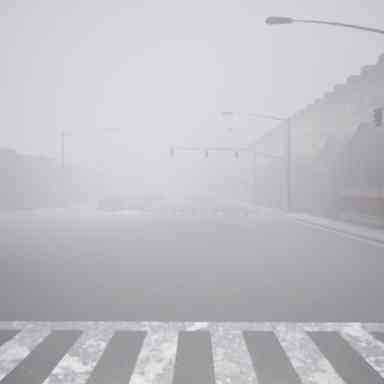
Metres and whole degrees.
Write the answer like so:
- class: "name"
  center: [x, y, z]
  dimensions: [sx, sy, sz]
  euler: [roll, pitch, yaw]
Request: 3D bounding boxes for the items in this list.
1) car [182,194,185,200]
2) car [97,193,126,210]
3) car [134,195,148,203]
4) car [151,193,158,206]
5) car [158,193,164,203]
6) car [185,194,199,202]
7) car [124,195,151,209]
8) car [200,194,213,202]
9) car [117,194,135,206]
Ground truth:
- class: "car"
  center: [-1.231, 1.295, 82.904]
  dimensions: [1.837, 1.490, 4.892]
  euler: [0, 0, -17]
- class: "car"
  center: [-10.592, 1.181, 43.482]
  dimensions: [2.150, 2.045, 5.566]
  euler: [0, 0, 2]
- class: "car"
  center: [-10.543, 1.430, 68.428]
  dimensions: [2.128, 1.511, 4.902]
  euler: [0, 0, 0]
- class: "car"
  center: [-7.107, 1.302, 53.231]
  dimensions: [2.097, 1.767, 4.553]
  euler: [0, 0, 0]
- class: "car"
  center: [-7.044, 1.157, 68.976]
  dimensions: [2.150, 2.045, 5.566]
  euler: [0, 0, 0]
- class: "car"
  center: [-0.064, 1.422, 72.813]
  dimensions: [1.837, 1.490, 4.892]
  euler: [0, 0, -3]
- class: "car"
  center: [-7.105, 1.450, 43.730]
  dimensions: [2.128, 1.511, 4.902]
  euler: [0, 0, 0]
- class: "car"
  center: [3.421, 1.478, 74.137]
  dimensions: [1.994, 1.385, 4.181]
  euler: [0, 0, -3]
- class: "car"
  center: [-10.599, 1.301, 53.782]
  dimensions: [2.097, 1.767, 4.553]
  euler: [0, 0, 0]
